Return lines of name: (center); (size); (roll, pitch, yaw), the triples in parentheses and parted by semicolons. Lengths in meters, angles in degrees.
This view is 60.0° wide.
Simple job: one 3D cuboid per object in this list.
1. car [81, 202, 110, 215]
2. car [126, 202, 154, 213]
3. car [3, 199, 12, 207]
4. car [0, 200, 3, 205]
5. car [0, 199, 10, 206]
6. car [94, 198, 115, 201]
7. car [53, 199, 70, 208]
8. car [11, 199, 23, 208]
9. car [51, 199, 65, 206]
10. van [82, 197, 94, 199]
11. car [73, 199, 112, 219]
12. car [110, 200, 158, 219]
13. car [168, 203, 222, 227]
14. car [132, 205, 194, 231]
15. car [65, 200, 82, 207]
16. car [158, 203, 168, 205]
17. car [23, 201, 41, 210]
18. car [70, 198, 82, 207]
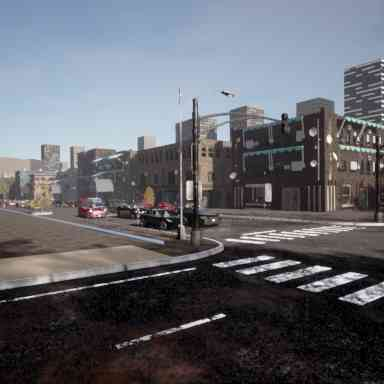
car: (-11.839, 1.974, 40.619); (1.812, 1.442, 4.674); (-1, 0, -36)
car: (-6.853, 1.966, 43.588); (1.802, 1.307, 4.206); (-2, 0, -37)
car: (-40.073, 2.379, 74.043); (1.967, 1.590, 4.097); (-1, 0, -37)
car: (-43.383, 2.547, 78.478); (2.008, 1.369, 4.403); (-1, 0, -37)
car: (-46.696, 2.597, 82.912); (1.887, 1.381, 4.507); (-1, 0, -37)
car: (-11.028, 1.801, 44.857); (2.097, 1.767, 4.553); (-1, 0, -37)
car: (-24.930, 2.202, 63.457); (1.837, 1.490, 4.892); (-1, -1, -36)
car: (-33.445, 2.375, 65.176); (2.008, 1.369, 4.403); (-1, 0, -37)
car: (-30.045, 2.364, 74.628); (1.947, 1.339, 4.313); (-1, 0, -37)
van: (-16.798, 1.907, 56.890); (1.690, 1.788, 3.998); (-1, 0, -37)
car: (-10.256, 1.846, 34.136); (1.967, 1.590, 4.097); (-2, 0, -37)
car: (-5.718, 1.825, 32.412); (2.128, 1.511, 4.902); (-1, 0, -37)
car: (0.262, 1.783, 24.384); (1.994, 1.385, 4.181); (-1, 0, -38)
car: (-2.045, 1.815, 22.948); (1.947, 1.339, 4.313); (-2, 0, -37)
car: (-23.419, 2.227, 65.759); (1.887, 1.381, 4.507); (-1, 0, -37)
car: (-3.541, 1.904, 39.155); (1.802, 1.307, 4.206); (-2, 0, -37)
car: (-26.717, 2.232, 56.171); (1.752, 1.417, 4.829); (-1, 0, -37)
car: (-20.112, 1.940, 61.324); (2.192, 1.841, 5.009); (-1, 0, -37)
